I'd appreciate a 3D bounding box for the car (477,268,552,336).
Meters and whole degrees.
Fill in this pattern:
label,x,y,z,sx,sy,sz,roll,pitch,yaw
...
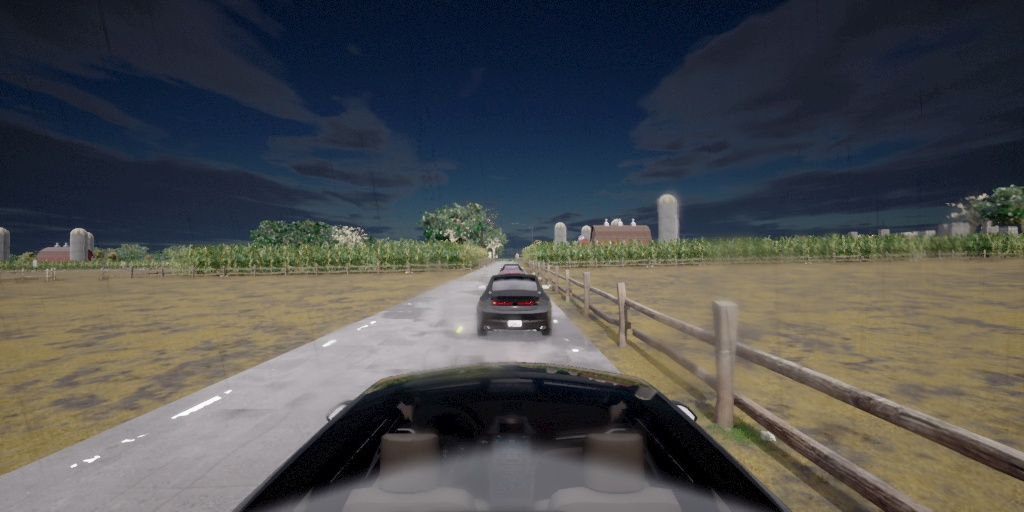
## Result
label,x,y,z,sx,sy,sz,roll,pitch,yaw
car,0.058,1.253,10.367,1.837,1.490,4.892,0,0,0

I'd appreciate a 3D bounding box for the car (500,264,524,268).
label,x,y,z,sx,sy,sz,roll,pitch,yaw
car,-0.028,1.295,27.265,1.994,1.385,4.181,0,0,0
